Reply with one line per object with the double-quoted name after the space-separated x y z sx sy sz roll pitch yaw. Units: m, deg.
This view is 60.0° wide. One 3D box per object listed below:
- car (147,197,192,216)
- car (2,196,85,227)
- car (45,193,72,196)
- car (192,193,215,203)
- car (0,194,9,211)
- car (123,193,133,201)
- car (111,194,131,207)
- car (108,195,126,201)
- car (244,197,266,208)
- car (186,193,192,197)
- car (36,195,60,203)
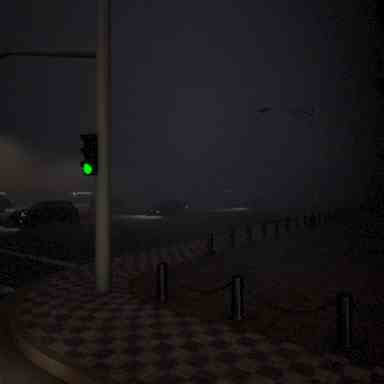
-2.451 1.543 33.682 1.837 1.490 4.892 0 0 36 "car"
-10.165 1.392 23.086 2.097 1.767 4.553 0 0 36 "car"
-25.956 1.167 63.429 1.932 1.855 4.605 0 0 36 "car"
2.536 1.184 64.240 1.932 1.855 4.605 0 0 36 "car"
-25.859 1.417 44.742 1.970 1.475 3.806 0 0 36 "car"
-15.612 1.170 77.570 1.905 1.878 3.866 0 0 36 "car"
-12.277 1.421 53.509 1.970 1.475 3.806 0 0 36 "car"
-17.941 1.407 79.291 1.970 1.475 3.806 0 0 36 "car"
9.521 1.533 49.985 2.128 1.511 4.902 0 0 36 "car"
0.235 1.184 65.995 1.905 1.878 3.866 0 0 36 "car"
-28.254 1.375 65.194 1.784 1.438 3.905 0 0 36 "car"
